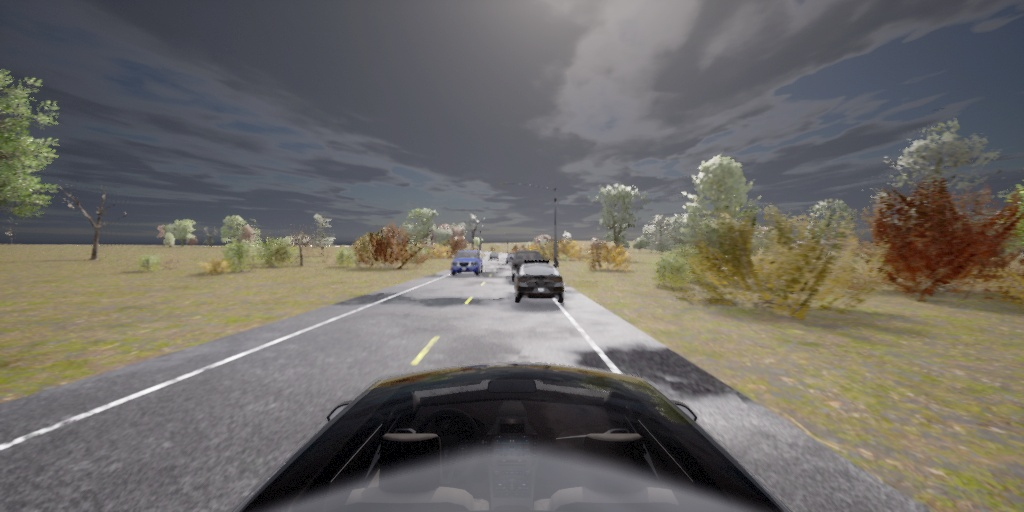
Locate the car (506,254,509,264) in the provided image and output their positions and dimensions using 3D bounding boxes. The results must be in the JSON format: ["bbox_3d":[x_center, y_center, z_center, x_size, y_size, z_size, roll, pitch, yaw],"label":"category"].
[{"bbox_3d":[0.023,0.447,54.751,2.033,1.411,5.357,0,1,0],"label":"car"}]

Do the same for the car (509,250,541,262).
[{"bbox_3d":[1.047,0.611,25.410,2.150,2.045,5.566,0,1,0],"label":"car"}]

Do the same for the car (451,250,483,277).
[{"bbox_3d":[-3.592,0.543,29.527,2.150,2.045,5.566,0,1,0],"label":"car"}]

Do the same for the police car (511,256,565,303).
[{"bbox_3d":[1.048,0.968,15.494,1.930,1.638,5.238,0,1,0],"label":"police car"}]
